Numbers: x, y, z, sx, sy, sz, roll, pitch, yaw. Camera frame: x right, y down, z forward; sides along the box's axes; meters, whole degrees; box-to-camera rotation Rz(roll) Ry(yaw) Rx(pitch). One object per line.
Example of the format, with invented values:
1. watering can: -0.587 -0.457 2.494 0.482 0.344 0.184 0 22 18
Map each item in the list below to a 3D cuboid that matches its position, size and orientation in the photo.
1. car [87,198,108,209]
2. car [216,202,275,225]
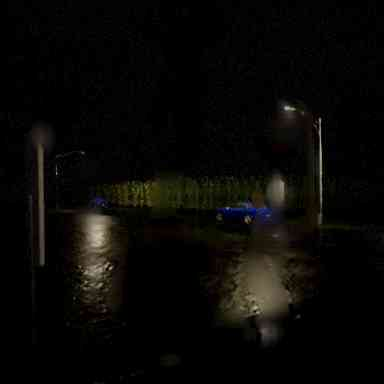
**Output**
1. car: -13.813 1.655 48.677 1.812 1.442 4.674 -1 1 -36
2. car: 3.751 1.494 24.320 1.882 1.535 5.008 -1 0 -35
